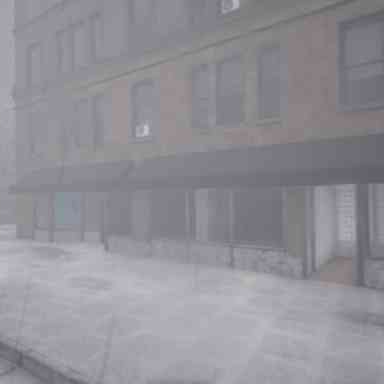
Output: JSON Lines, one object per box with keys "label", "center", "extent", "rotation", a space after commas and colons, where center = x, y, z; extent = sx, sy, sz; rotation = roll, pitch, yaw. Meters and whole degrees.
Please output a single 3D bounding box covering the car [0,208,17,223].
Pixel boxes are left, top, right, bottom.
{"label": "car", "center": [-14.101, 1.779, 28.895], "extent": [2.128, 1.511, 4.902], "rotation": [-1, -1, 35]}
